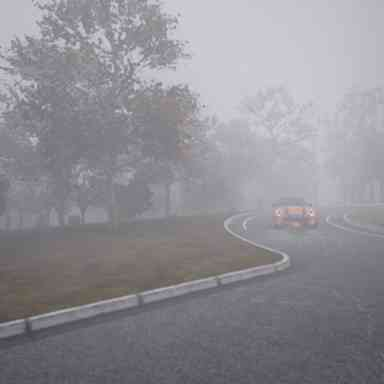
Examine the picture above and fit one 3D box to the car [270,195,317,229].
[{"bbox_3d":[5.544,0.999,18.654,2.097,1.767,4.553,-1,1,11],"label":"car"}]
